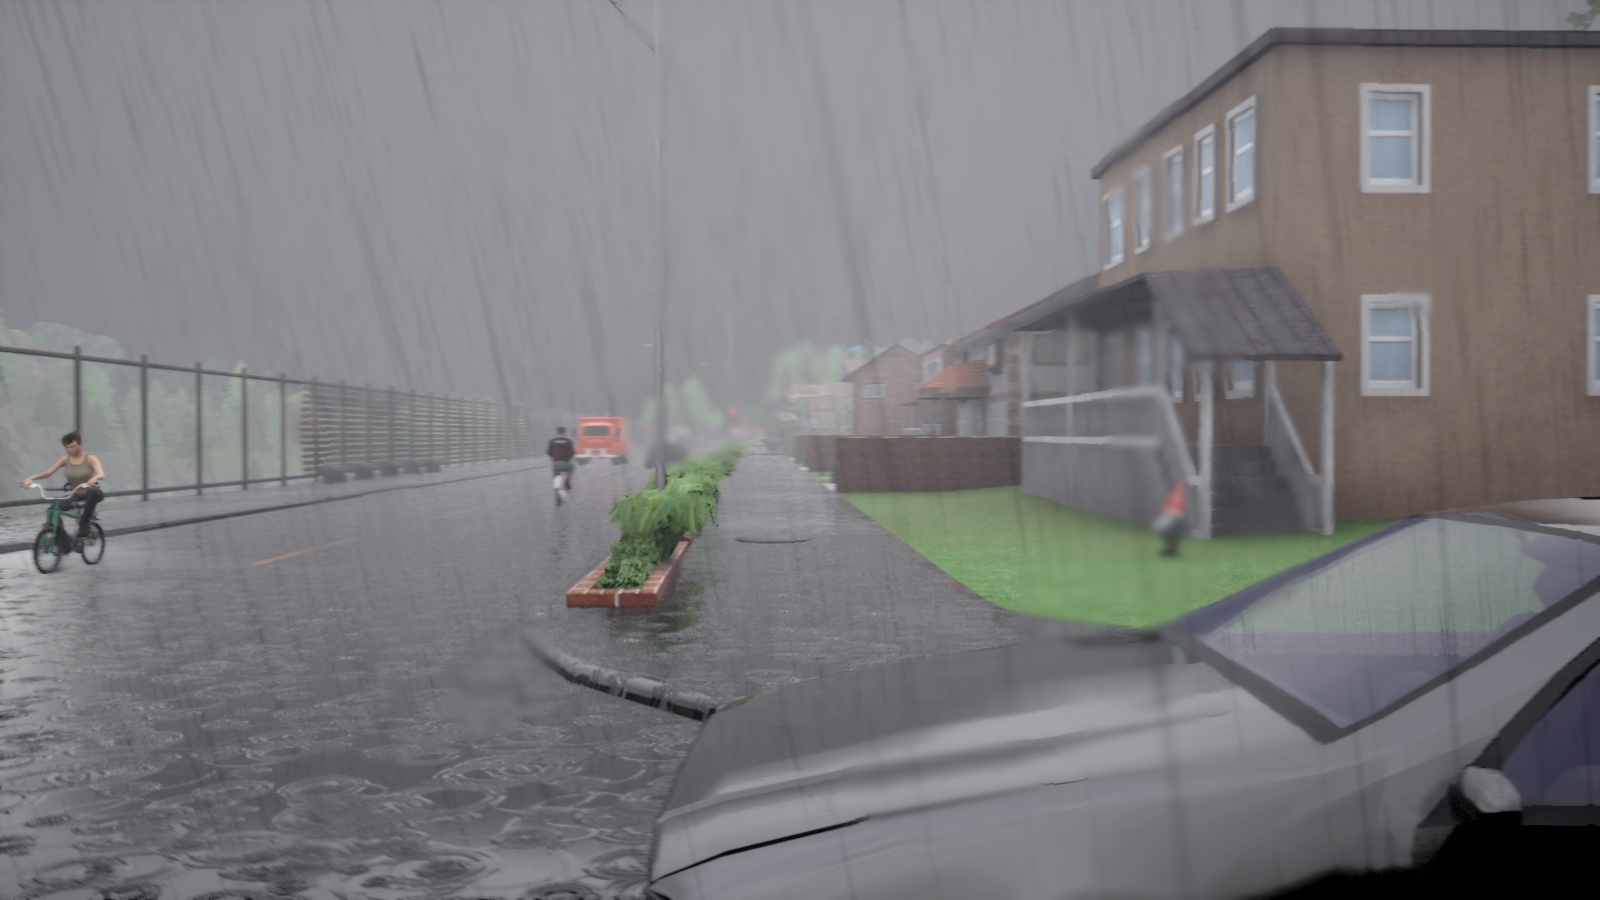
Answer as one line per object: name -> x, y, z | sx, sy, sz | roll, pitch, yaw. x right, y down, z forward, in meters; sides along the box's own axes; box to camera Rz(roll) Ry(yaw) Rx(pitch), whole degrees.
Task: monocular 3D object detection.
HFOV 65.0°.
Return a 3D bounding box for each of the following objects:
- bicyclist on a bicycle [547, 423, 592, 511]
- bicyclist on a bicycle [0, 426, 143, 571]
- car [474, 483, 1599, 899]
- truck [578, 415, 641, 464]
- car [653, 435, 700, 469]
bicyclist on a bicycle -> -4.843, 0.334, 26.482 | 0.659, 1.776, 1.843 | 0, 1, -2
bicyclist on a bicycle -> -8.526, 0.533, 14.742 | 0.866, 1.612, 1.509 | 0, 1, -1
car -> 2.137, 0.845, 3.150 | 5.357, 1.411, 2.033 | 0, 1, 3
truck -> -9.887, -0.548, 65.488 | 2.627, 2.467, 5.204 | 0, 1, -2
car -> -5.703, 0.052, 58.601 | 1.837, 1.490, 4.892 | 0, 1, -2
